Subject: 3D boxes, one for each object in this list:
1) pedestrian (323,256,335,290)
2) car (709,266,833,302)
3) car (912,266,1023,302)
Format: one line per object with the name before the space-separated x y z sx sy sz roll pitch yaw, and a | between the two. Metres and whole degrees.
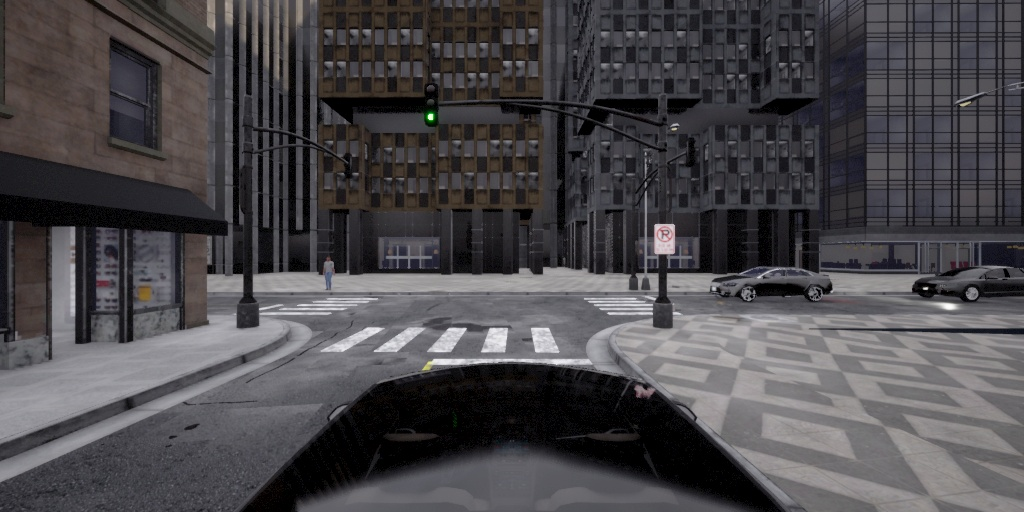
pedestrian | -9.935 0.902 19.445 0.375 1.860 0.375 0 0 0
car | 11.629 1.223 16.274 4.902 1.511 2.128 0 0 0
car | 21.149 1.223 16.211 4.892 1.490 1.837 0 0 1
